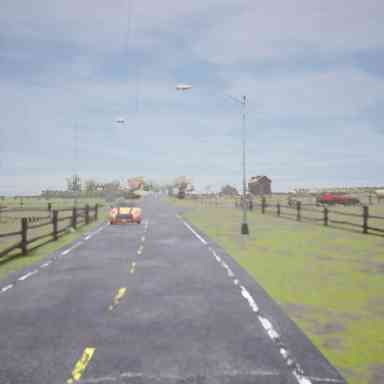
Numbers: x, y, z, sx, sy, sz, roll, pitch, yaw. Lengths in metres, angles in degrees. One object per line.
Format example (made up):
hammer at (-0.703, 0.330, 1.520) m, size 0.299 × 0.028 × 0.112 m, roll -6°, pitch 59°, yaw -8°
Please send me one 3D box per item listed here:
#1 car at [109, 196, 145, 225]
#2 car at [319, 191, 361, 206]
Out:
car at (-4.761, 1.364, 24.428) m, size 2.097 × 1.767 × 4.553 m, roll 0°, pitch 0°, yaw -6°
car at (20.693, 0.897, 46.705) m, size 5.566 × 2.045 × 2.150 m, roll -1°, pitch -1°, yaw -7°
